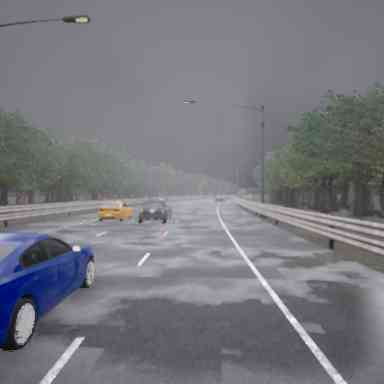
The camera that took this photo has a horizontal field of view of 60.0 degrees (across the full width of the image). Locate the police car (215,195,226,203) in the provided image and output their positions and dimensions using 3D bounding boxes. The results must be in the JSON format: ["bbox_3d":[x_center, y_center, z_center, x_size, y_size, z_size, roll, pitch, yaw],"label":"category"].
[{"bbox_3d":[6.835,1.816,84.280,1.930,1.638,5.238,0,0,8],"label":"police car"}]

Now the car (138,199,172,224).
[{"bbox_3d":[-2.802,1.444,26.159,2.097,1.767,4.553,0,0,2],"label":"car"}]

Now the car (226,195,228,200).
[{"bbox_3d":[8.225,1.807,93.888,2.097,1.767,4.553,0,0,9],"label":"car"}]

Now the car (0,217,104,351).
[{"bbox_3d":[-3.340,1.497,6.261,1.882,1.535,5.008,0,0,1],"label":"car"}]

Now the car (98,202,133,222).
[{"bbox_3d":[-6.243,1.573,27.681,1.882,1.535,5.008,0,0,3],"label":"car"}]
